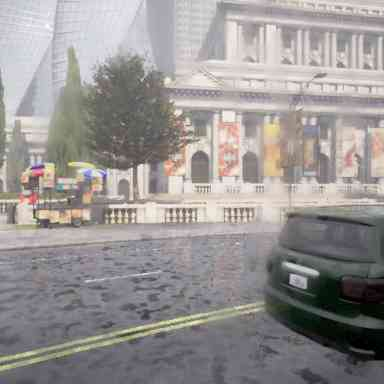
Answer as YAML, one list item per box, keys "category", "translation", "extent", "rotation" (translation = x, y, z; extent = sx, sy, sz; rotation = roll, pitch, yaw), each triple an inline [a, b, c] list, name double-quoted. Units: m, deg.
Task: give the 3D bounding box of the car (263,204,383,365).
- category: "car"
  translation: [3.788, 1.223, 5.412]
  extent: [5.566, 2.045, 2.150]
  rotation: [0, 0, -25]
